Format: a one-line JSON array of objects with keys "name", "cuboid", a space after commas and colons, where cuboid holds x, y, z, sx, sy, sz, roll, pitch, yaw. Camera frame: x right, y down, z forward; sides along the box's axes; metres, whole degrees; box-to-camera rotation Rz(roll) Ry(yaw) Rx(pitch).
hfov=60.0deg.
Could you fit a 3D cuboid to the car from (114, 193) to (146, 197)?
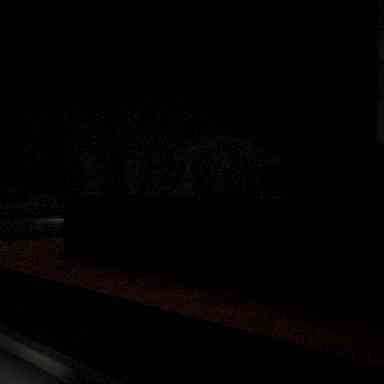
[{"name": "car", "cuboid": [-6.434, 1.140, 30.891, 2.150, 2.045, 5.566, 0, 0, 38]}]
